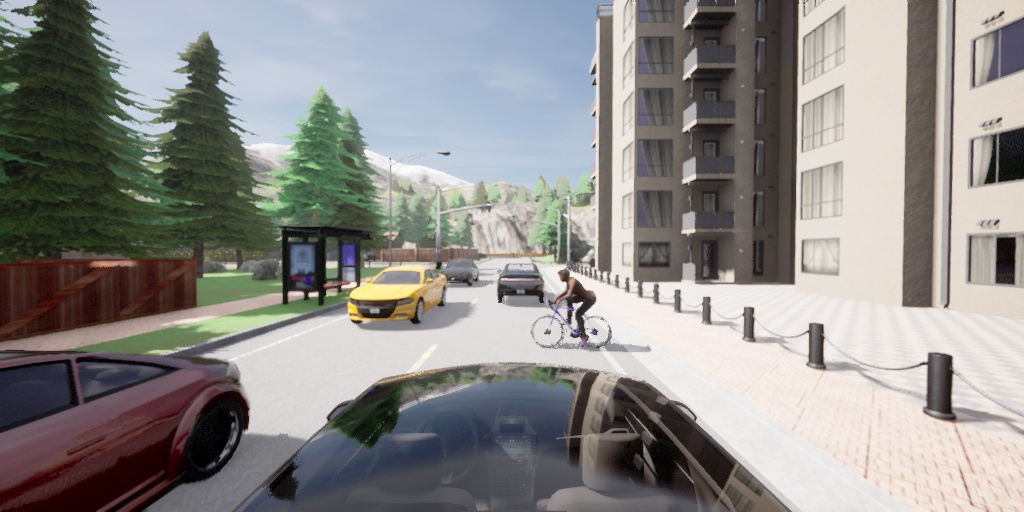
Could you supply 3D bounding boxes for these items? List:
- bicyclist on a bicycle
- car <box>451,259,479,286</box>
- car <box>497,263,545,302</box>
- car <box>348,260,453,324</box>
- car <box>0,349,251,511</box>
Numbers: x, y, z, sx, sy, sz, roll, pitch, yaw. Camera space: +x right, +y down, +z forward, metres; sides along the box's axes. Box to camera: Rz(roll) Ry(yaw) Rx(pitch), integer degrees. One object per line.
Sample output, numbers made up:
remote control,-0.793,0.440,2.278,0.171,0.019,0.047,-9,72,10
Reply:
bicyclist on a bicycle,1.218,1.096,7.337,1.656,1.620,0.582,0,1,1
car,-3.140,0.943,21.892,1.837,1.490,4.892,0,1,2
car,0.382,1.034,15.386,2.128,1.511,4.902,0,1,1
car,-3.399,1.073,11.520,1.882,1.535,5.008,0,1,1
car,-3.620,1.306,1.837,1.994,1.385,4.181,0,1,1
